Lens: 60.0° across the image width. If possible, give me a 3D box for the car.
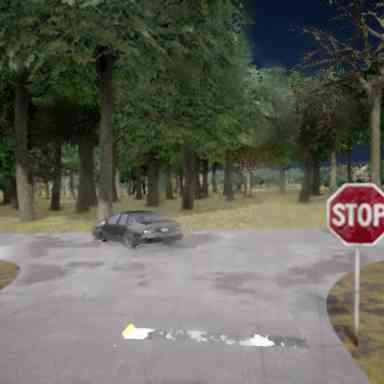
[{"bbox_3d":[-2.535,1.537,14.312,2.033,1.411,5.357,-1,-1,-37],"label":"car"}]
